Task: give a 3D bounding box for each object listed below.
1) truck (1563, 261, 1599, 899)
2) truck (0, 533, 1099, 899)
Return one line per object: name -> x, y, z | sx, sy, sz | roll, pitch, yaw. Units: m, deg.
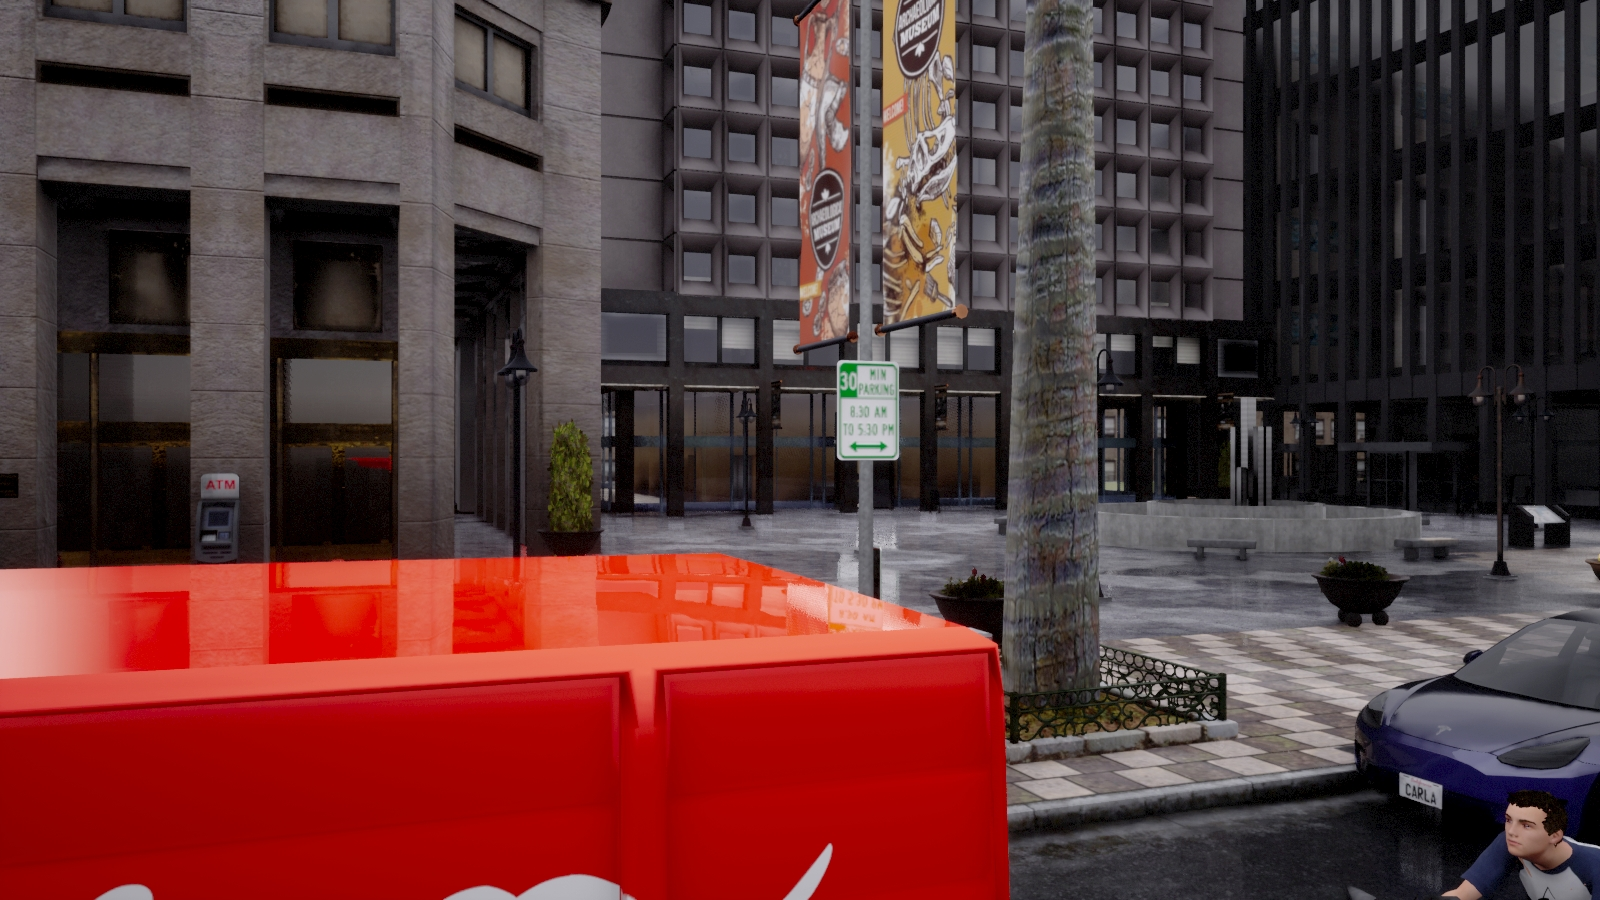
truck -> 8.736, 0.895, 6.469 | 8.468, 3.827, 2.891 | 0, 0, -20
truck -> -2.337, 1.568, 2.464 | 5.204, 2.467, 2.627 | 0, 0, -20
